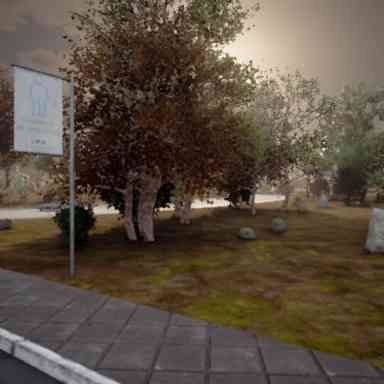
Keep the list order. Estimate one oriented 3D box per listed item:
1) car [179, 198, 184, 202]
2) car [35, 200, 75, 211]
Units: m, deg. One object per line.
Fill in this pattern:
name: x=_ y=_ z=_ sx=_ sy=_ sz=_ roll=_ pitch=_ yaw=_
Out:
car: x=-3.399 y=1.465 z=59.570 sx=2.128 sy=1.511 sz=4.902 roll=0 pitch=0 yaw=35
car: x=-16.944 y=1.689 z=41.467 sx=1.895 sy=1.301 sz=4.718 roll=0 pitch=0 yaw=38
